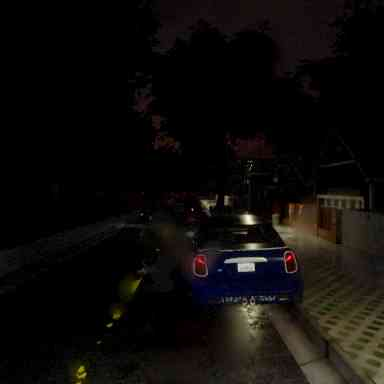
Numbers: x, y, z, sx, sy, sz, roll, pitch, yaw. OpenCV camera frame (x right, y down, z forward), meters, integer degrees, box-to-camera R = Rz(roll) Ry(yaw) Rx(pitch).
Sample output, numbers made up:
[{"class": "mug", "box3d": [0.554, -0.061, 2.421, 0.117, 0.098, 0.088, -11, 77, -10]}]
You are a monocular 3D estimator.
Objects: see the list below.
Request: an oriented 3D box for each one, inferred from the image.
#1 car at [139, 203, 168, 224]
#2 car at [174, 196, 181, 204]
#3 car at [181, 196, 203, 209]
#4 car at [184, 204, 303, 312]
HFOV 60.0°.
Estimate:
[{"class": "car", "box3d": [-2.809, 1.544, 25.208, 1.812, 1.442, 4.674, 0, 0, 0]}, {"class": "car", "box3d": [-2.644, 1.562, 66.953, 2.033, 1.411, 5.357, 0, 0, 0]}, {"class": "car", "box3d": [0.085, 1.530, 35.980, 1.837, 1.490, 4.892, 0, 0, 1]}, {"class": "car", "box3d": [0.942, 1.320, 7.878, 2.097, 1.767, 4.553, -2, 0, 0]}]
